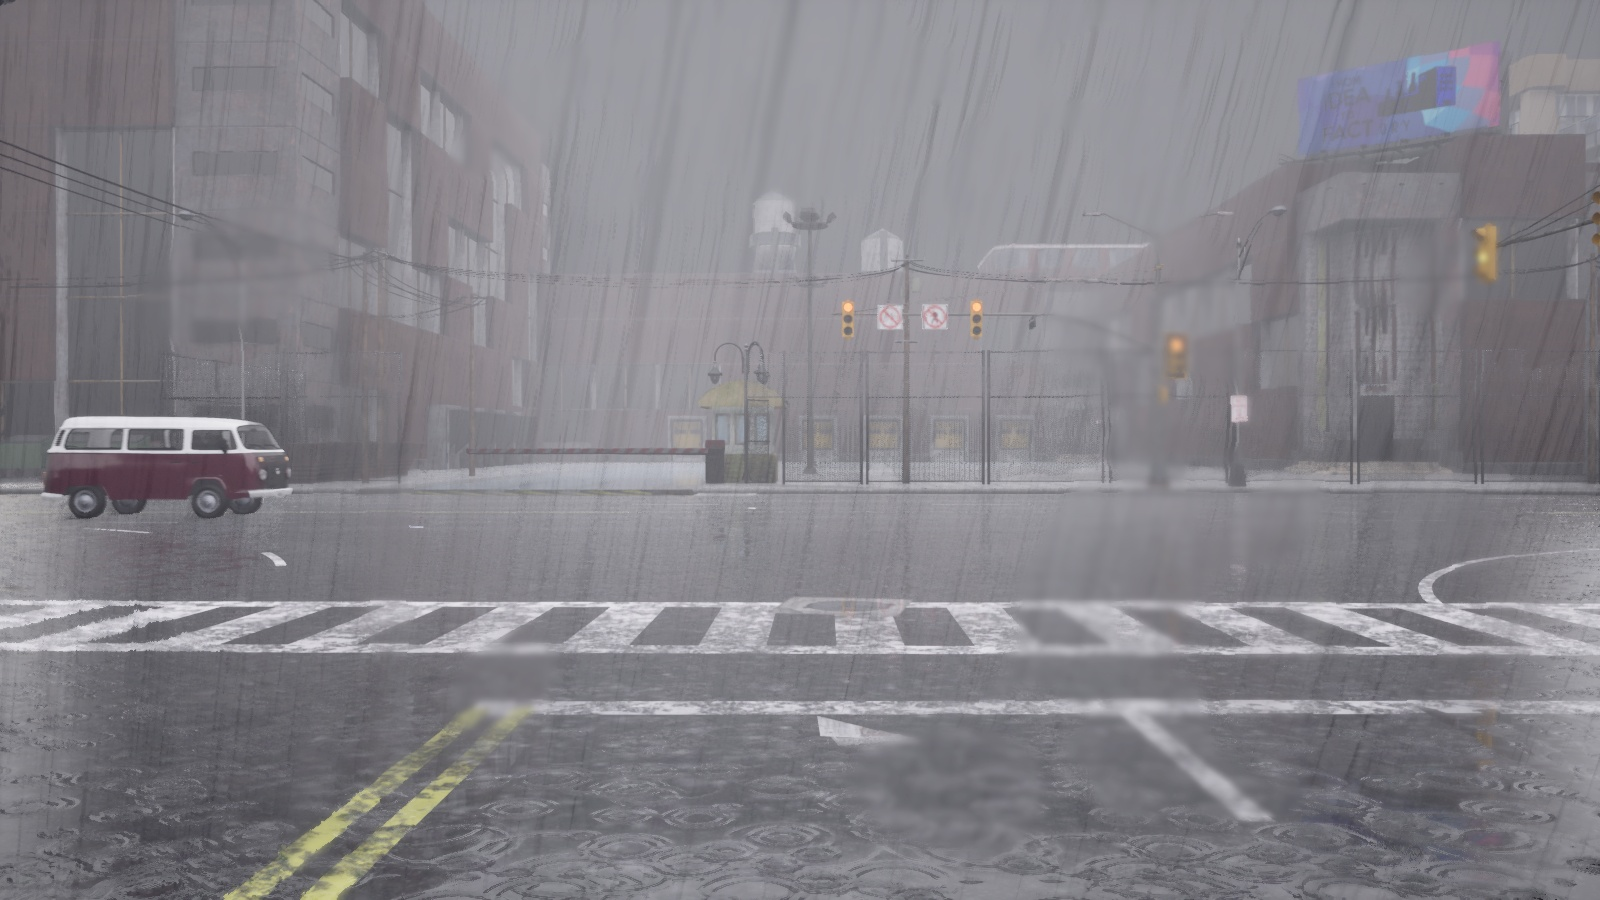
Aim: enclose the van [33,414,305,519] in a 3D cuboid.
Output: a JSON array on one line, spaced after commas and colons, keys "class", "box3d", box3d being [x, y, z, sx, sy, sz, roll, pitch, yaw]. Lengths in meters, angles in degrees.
[{"class": "van", "box3d": [-12.712, 0.316, 25.517, 4.480, 2.038, 2.069, 0, 0, 1]}]
